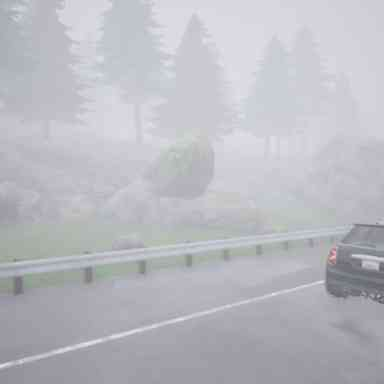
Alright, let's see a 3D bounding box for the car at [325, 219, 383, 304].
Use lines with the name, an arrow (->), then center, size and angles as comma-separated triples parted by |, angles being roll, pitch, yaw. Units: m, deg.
car -> 4.982, 1.352, 7.278 | 4.553, 1.767, 2.097 | 0, 0, -35
